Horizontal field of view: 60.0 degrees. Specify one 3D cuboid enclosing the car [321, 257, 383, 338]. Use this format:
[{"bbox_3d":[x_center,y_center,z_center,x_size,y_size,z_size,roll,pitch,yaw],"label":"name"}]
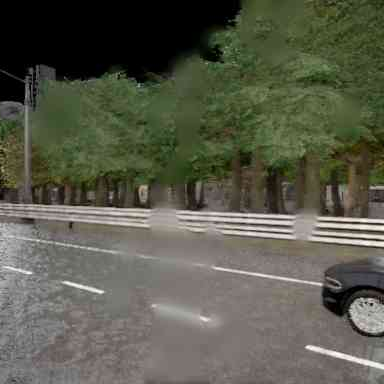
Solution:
[{"bbox_3d":[4.568,1.478,4.909,5.008,1.535,1.882,0,0,36],"label":"car"}]
